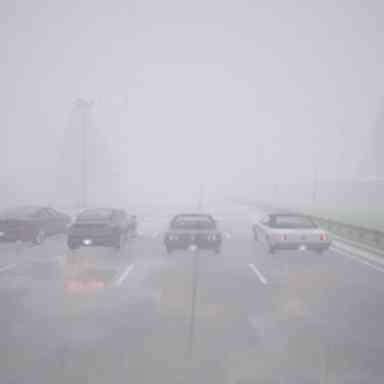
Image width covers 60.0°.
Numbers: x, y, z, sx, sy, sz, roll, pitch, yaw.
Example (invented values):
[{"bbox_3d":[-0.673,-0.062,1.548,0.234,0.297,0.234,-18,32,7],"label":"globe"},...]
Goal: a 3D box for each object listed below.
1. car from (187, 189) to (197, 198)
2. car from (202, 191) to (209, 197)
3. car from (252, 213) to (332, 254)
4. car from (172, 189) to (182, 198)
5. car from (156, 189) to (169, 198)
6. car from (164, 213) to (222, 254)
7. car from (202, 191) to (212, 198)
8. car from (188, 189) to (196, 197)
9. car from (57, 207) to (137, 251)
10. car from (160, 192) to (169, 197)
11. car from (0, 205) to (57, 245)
[{"bbox_3d":[0.001,0.682,76.470,1.837,1.490,4.892,0,1,0],"label":"car"},{"bbox_3d":[3.501,0.517,86.893,1.837,1.490,4.892,0,1,0],"label":"car"},{"bbox_3d":[3.551,1.467,12.829,1.895,1.301,4.718,0,1,1],"label":"car"},{"bbox_3d":[-3.499,0.407,76.497,2.150,2.045,5.566,0,1,0],"label":"car"},{"bbox_3d":[-6.999,0.407,76.497,2.150,2.045,5.566,0,1,0],"label":"car"},{"bbox_3d":[0.051,1.467,12.822,1.895,1.301,4.718,0,1,1],"label":"car"},{"bbox_3d":[3.501,0.682,76.470,1.837,1.490,4.892,0,1,0],"label":"car"},{"bbox_3d":[0.001,0.242,86.920,2.150,2.045,5.566,0,1,0],"label":"car"},{"bbox_3d":[-3.445,1.366,13.453,1.837,1.490,4.892,0,1,1],"label":"car"},{"bbox_3d":[-6.999,0.597,86.091,1.895,1.301,4.718,0,1,0],"label":"car"},{"bbox_3d":[-6.937,1.325,14.630,1.882,1.535,5.008,0,1,0],"label":"car"}]
